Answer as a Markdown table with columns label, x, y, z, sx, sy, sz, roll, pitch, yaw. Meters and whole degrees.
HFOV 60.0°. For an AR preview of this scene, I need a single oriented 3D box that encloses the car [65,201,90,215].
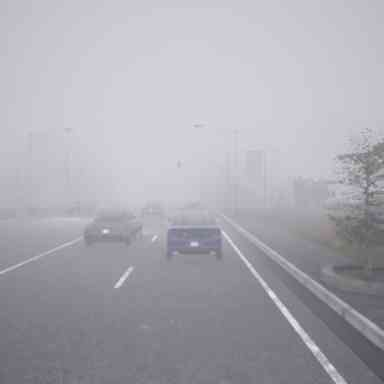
| label | x | y | z | sx | sy | sz | roll | pitch | yaw |
| --- | --- | --- | --- | --- | --- | --- | --- | --- | --- |
| car | -10.629 | 1.527 | 32.439 | 1.895 | 1.301 | 4.718 | 0 | 0 | 0 |

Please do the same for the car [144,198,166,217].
| label | x | y | z | sx | sy | sz | roll | pitch | yaw |
| --- | --- | --- | --- | --- | --- | --- | --- | --- | --- |
| car | -3.479 | 1.494 | 30.553 | 1.994 | 1.385 | 4.181 | 0 | 0 | 0 |

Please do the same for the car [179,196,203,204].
| label | x | y | z | sx | sy | sz | roll | pitch | yaw |
| --- | --- | --- | --- | --- | --- | --- | --- | --- | --- |
| car | 0.022 | 1.422 | 30.201 | 2.128 | 1.511 | 4.902 | 0 | 0 | 0 |

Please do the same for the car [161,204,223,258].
| label | x | y | z | sx | sy | sz | roll | pitch | yaw |
| --- | --- | --- | --- | --- | --- | --- | --- | --- | --- |
| car | 0.070 | 1.448 | 12.704 | 1.882 | 1.535 | 5.008 | 0 | 0 | 0 |

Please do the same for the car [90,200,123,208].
| label | x | y | z | sx | sy | sz | roll | pitch | yaw |
| --- | --- | --- | --- | --- | --- | --- | --- | --- | --- |
| car | -7.142 | 1.459 | 29.304 | 1.812 | 1.442 | 4.674 | 0 | 0 | 0 |

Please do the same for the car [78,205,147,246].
| label | x | y | z | sx | sy | sz | roll | pitch | yaw |
| --- | --- | --- | --- | --- | --- | --- | --- | --- | --- |
| car | -3.436 | 1.530 | 15.187 | 1.994 | 1.385 | 4.181 | 0 | 0 | 0 |
